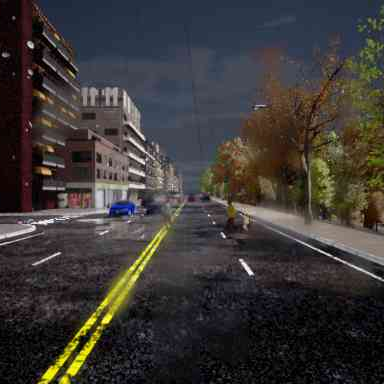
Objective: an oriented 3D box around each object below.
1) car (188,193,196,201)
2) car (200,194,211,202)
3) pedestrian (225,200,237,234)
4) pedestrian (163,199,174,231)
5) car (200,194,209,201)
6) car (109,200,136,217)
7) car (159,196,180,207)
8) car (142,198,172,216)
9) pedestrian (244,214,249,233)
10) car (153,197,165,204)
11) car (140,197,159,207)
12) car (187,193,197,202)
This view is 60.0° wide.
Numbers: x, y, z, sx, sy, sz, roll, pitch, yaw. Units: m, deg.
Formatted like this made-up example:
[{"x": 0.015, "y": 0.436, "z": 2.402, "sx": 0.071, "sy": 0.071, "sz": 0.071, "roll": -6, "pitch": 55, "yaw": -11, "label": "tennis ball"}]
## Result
[{"x": -0.015, "y": 1.164, "z": 84.583, "sx": 2.150, "sy": 2.045, "sz": 5.566, "roll": 0, "pitch": 0, "yaw": 0, "label": "car"}, {"x": 3.237, "y": 1.513, "z": 74.138, "sx": 1.837, "sy": 1.490, "sz": 4.892, "roll": 0, "pitch": 0, "yaw": 0, "label": "car"}, {"x": 2.089, "y": 1.295, "z": 17.808, "sx": 0.375, "sy": 1.860, "sz": 0.375, "roll": 0, "pitch": 0, "yaw": 0, "label": "pedestrian"}, {"x": -1.355, "y": 1.295, "z": 19.009, "sx": 0.375, "sy": 1.860, "sz": 0.375, "roll": 0, "pitch": 0, "yaw": 0, "label": "pedestrian"}, {"x": 3.236, "y": 1.294, "z": 84.524, "sx": 2.097, "sy": 1.767, "sz": 4.553, "roll": 0, "pitch": 0, "yaw": 0, "label": "car"}, {"x": -6.614, "y": 1.548, "z": 32.051, "sx": 1.882, "sy": 1.535, "sz": 5.008, "roll": -1, "pitch": 0, "yaw": 0, "label": "car"}, {"x": -3.353, "y": 1.361, "z": 50.796, "sx": 2.097, "sy": 1.767, "sz": 4.553, "roll": 0, "pitch": 0, "yaw": 0, "label": "car"}, {"x": -3.362, "y": 1.609, "z": 32.815, "sx": 1.994, "sy": 1.385, "sz": 4.181, "roll": 0, "pitch": 0, "yaw": 0, "label": "car"}, {"x": 3.058, "y": 1.675, "z": 18.409, "sx": 0.500, "sy": 1.100, "sz": 0.500, "roll": 0, "pitch": 0, "yaw": 0, "label": "pedestrian"}, {"x": -6.522, "y": 1.617, "z": 66.093, "sx": 1.895, "sy": 1.301, "sz": 4.718, "roll": 0, "pitch": 0, "yaw": 0, "label": "car"}, {"x": -6.601, "y": 1.486, "z": 50.230, "sx": 1.882, "sy": 1.535, "sz": 5.008, "roll": 0, "pitch": 0, "yaw": 0, "label": "car"}, {"x": -0.012, "y": 1.491, "z": 74.137, "sx": 1.882, "sy": 1.535, "sz": 5.008, "roll": 0, "pitch": 0, "yaw": 0, "label": "car"}]
